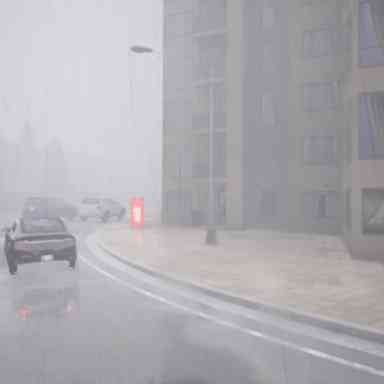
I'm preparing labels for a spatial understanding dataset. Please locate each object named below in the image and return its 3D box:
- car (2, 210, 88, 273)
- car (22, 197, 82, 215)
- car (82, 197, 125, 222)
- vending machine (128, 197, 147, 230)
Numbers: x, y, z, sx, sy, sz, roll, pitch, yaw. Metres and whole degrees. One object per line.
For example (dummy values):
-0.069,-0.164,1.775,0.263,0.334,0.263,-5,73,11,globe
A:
-5.100,1.570,11.068,2.128,1.511,4.902,0,-1,-30,car
-11.487,1.416,27.177,2.150,2.045,5.566,0,-1,6,car
-7.686,1.451,28.754,2.150,2.045,5.566,0,-1,10,car
-3.591,1.384,21.998,1.100,2.100,0.880,0,-1,-4,vending machine
